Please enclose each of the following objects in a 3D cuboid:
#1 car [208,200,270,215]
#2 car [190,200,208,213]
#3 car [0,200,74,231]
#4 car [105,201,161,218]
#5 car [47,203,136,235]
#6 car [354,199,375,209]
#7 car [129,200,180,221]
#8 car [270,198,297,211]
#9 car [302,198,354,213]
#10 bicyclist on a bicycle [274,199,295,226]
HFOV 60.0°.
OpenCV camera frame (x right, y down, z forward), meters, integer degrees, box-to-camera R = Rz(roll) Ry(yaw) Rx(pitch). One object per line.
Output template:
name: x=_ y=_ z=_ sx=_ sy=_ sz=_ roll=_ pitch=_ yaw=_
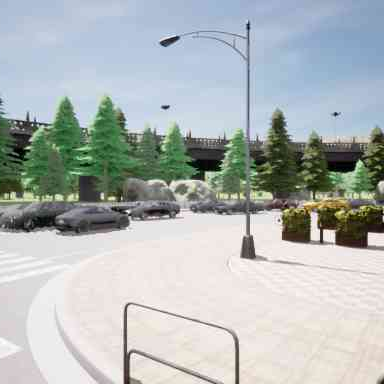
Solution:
car: x=4.670 y=1.492 z=33.057 sx=5.357 sy=1.411 sz=2.033 roll=0 pitch=0 yaw=-26
car: x=1.867 y=1.508 z=35.360 sx=4.181 sy=1.385 sz=1.994 roll=0 pitch=0 yaw=-29
car: x=-8.955 y=1.296 z=20.064 sx=2.097 sy=1.767 sz=4.553 roll=0 pitch=0 yaw=37
car: x=-5.229 y=1.545 z=30.070 sx=4.718 sy=1.301 sz=1.895 roll=0 pitch=0 yaw=-44
car: x=-5.528 y=1.508 z=18.771 sx=1.994 sy=1.385 sz=4.181 roll=0 pitch=0 yaw=37
car: x=19.771 y=1.508 z=40.166 sx=4.181 sy=1.385 sz=1.994 roll=0 pitch=0 yaw=0
car: x=-3.158 y=1.436 z=27.134 sx=4.902 sy=1.511 sz=2.128 roll=0 pitch=0 yaw=-44
car: x=9.994 y=1.470 z=38.791 sx=4.674 sy=1.442 sz=1.812 roll=0 pitch=0 yaw=-15
car: x=14.542 y=1.422 z=36.285 sx=5.008 sy=1.535 sz=1.882 roll=0 pitch=0 yaw=-7
bicyclist on a bicycle: x=5.566 y=1.245 z=19.586 sx=0.582 sy=1.620 sz=1.656 roll=0 pitch=0 yaw=-44
